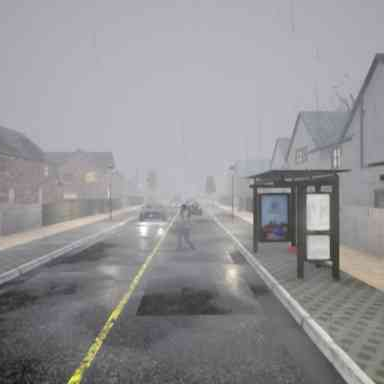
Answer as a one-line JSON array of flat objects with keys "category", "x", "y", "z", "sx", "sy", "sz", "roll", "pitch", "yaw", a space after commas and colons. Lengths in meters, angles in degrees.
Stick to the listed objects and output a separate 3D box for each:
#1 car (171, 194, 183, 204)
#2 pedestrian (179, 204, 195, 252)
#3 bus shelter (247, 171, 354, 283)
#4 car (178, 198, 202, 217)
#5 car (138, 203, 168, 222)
[{"category": "car", "x": -3.010, "y": 1.362, "z": 67.606, "sx": 2.150, "sy": 2.045, "sz": 5.566, "roll": 0, "pitch": 0, "yaw": 0}, {"category": "pedestrian", "x": -0.200, "y": 1.275, "z": 12.275, "sx": 0.375, "sy": 1.860, "sz": 0.375, "roll": 0, "pitch": 0, "yaw": -4}, {"category": "bus shelter", "x": 2.967, "y": 0.858, "z": 10.044, "sx": 1.920, "sy": 2.740, "sz": 3.880, "roll": 0, "pitch": 0, "yaw": 0}, {"category": "car", "x": -0.034, "y": 1.561, "z": 31.592, "sx": 1.994, "sy": 1.385, "sz": 4.181, "roll": 0, "pitch": 0, "yaw": 0}, {"category": "car", "x": -2.945, "y": 1.550, "z": 26.067, "sx": 1.994, "sy": 1.385, "sz": 4.181, "roll": 0, "pitch": 0, "yaw": 0}]
